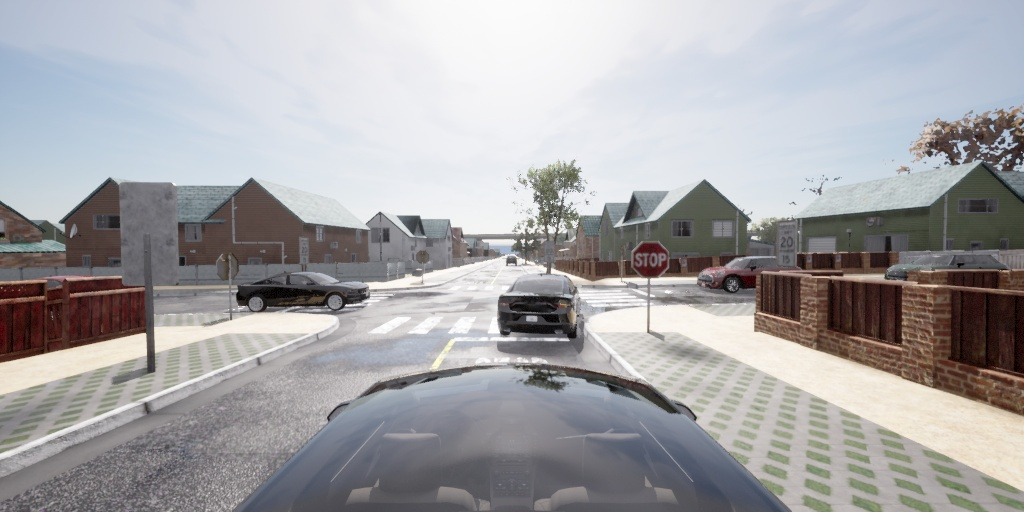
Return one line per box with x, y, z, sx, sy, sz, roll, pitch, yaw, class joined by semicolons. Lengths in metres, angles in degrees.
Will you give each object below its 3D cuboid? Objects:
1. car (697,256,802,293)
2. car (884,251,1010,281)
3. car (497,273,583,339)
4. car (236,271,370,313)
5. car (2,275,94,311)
11.786;0.820;17.902;4.553;1.767;2.097;-1;2;0;car
21.681;0.646;17.986;4.553;1.767;2.097;-1;2;0;car
0.947;1.224;10.279;1.882;1.535;5.008;0;0;12;car
-8.485;1.376;14.793;5.008;1.535;1.882;-1;2;0;car
-18.038;1.546;14.719;5.008;1.535;1.882;-1;2;0;car
